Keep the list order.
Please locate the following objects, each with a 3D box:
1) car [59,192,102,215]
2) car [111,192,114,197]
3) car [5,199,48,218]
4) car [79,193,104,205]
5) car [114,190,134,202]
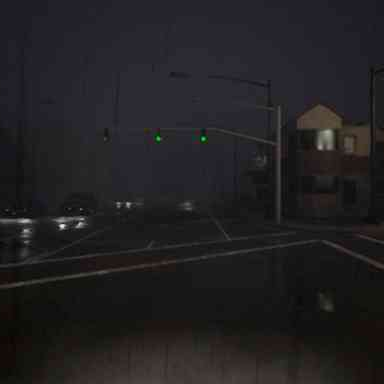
[{"bbox_3d":[-10.586,1.021,31.532,2.150,2.045,5.566,0,1,0],"label":"car"},{"bbox_3d":[-13.983,0.438,62.753,1.812,1.442,4.674,0,0,0],"label":"car"},{"bbox_3d":[-14.088,1.377,28.671,1.812,1.442,4.674,0,1,0],"label":"car"},{"bbox_3d":[-14.064,0.894,46.799,1.882,1.535,5.008,0,1,0],"label":"car"},{"bbox_3d":[-10.525,0.837,52.666,1.812,1.442,4.674,0,1,1],"label":"car"}]
